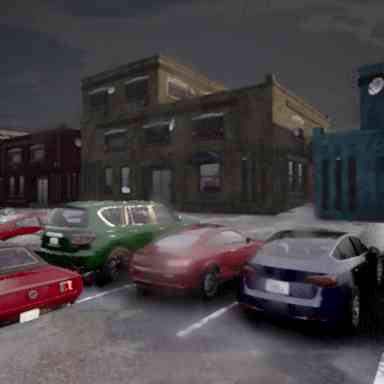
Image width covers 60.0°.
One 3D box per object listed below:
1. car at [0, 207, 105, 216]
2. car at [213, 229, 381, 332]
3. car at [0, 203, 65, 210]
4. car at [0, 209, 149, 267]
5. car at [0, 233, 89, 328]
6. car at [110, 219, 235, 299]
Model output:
[{"bbox_3d":[-6.306,1.585,13.464,2.097,1.535,5.008,-1,0,36],"label":"car"},{"bbox_3d":[2.685,1.524,7.078,2.163,1.488,4.792,-1,0,36],"label":"car"},{"bbox_3d":[-8.565,1.485,15.047,2.185,1.767,4.553,-1,0,36],"label":"car"},{"bbox_3d":[-4.078,1.590,11.842,2.163,1.488,4.792,-1,0,36],"label":"car"},{"bbox_3d":[-4.331,1.657,6.476,4.718,1.301,1.895,-1,0,36],"label":"car"},{"bbox_3d":[0.424,1.556,8.655,2.002,1.452,4.674,-1,0,36],"label":"car"}]
